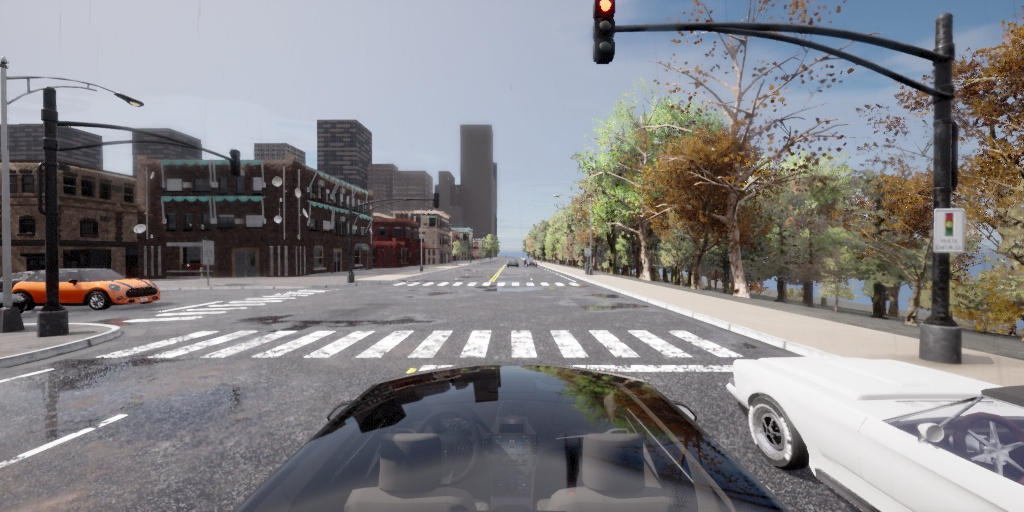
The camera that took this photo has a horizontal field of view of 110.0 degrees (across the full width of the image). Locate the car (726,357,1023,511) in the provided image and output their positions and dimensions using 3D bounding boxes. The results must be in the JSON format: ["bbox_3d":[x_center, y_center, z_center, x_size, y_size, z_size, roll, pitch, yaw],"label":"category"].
[{"bbox_3d":[3.350,1.351,1.900,1.895,1.301,4.718,0,0,0],"label":"car"}]

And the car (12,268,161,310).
[{"bbox_3d":[-17.965,1.301,15.284,4.553,1.767,2.097,-1,1,-1],"label":"car"}]

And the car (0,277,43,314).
[{"bbox_3d":[-19.935,1.565,12.550,4.313,1.339,1.948,0,0,0],"label":"car"}]

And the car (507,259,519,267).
[{"bbox_3d":[0.160,1.291,63.407,1.994,1.385,4.181,0,0,1],"label":"car"}]

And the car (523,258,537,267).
[{"bbox_3d":[3.422,1.327,63.685,1.895,1.301,4.718,0,0,0],"label":"car"}]
